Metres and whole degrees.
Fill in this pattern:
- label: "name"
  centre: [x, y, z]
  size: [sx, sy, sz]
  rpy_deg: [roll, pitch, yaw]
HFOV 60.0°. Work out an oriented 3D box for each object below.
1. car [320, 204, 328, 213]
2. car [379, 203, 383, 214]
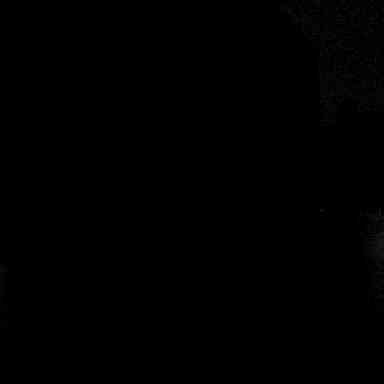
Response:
- label: "car"
  centre: [11.121, 1.477, 33.532]
  size: [1.895, 1.301, 4.718]
  rpy_deg: [-2, 1, -35]
- label: "car"
  centre: [16.964, 1.293, 25.311]
  size: [2.128, 1.511, 4.902]
  rpy_deg: [-2, 1, -35]
